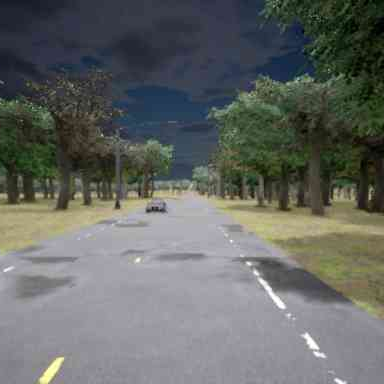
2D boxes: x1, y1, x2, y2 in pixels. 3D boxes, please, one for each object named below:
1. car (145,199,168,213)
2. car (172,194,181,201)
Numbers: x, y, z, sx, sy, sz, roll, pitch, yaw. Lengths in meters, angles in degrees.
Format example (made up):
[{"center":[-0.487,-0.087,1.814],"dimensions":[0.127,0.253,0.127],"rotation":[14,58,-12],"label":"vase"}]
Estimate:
[{"center":[-3.595,1.447,34.254],"dimensions":[1.994,1.385,4.181],"rotation":[0,0,0],"label":"car"},{"center":[-3.507,1.217,74.740],"dimensions":[1.882,1.535,5.008],"rotation":[0,0,0],"label":"car"}]
